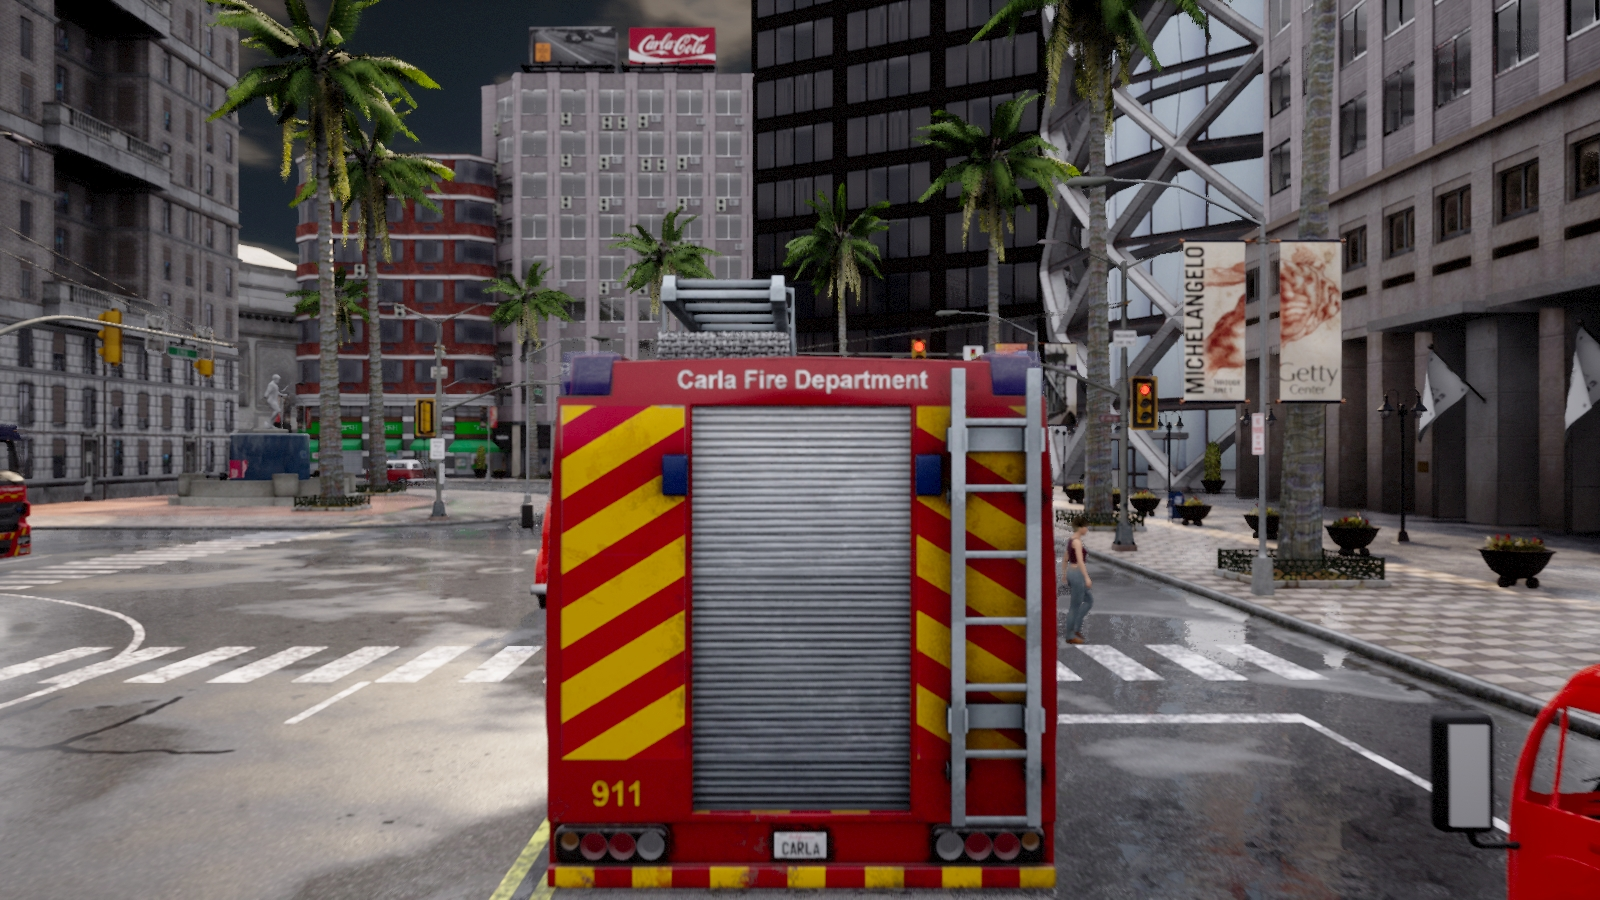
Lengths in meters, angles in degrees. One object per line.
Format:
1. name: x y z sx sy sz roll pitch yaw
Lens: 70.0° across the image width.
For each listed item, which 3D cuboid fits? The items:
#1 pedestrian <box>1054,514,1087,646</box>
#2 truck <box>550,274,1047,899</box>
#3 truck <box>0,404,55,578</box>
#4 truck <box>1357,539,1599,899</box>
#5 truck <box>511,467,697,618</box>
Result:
1. pedestrian: 3.885 1.857 16.416 0.375 1.860 0.375 0 0 0
2. truck: -0.009 0.895 10.880 2.891 3.827 8.468 0 0 0
3. truck: -21.789 0.902 25.526 8.468 3.827 2.891 0 0 1
4. truck: 3.513 1.564 1.872 2.627 2.467 5.204 0 0 0
5. truck: -3.500 1.583 21.634 2.627 2.467 5.204 0 0 0
